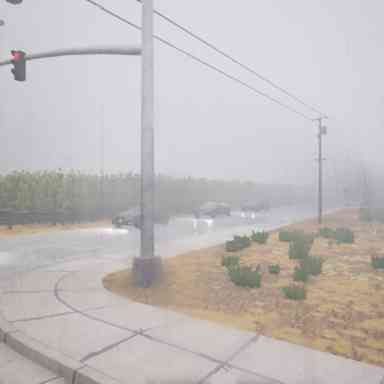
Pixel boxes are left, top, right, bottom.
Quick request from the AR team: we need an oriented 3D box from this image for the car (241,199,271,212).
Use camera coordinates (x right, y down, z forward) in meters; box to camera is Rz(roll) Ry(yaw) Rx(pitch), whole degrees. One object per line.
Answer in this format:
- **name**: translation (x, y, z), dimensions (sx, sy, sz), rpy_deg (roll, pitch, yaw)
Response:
- **car**: translation (7.659, 1.582, 39.366), dimensions (2.033, 1.411, 5.357), rpy_deg (0, 0, 33)

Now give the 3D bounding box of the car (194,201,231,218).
- **car**: translation (2.015, 1.560, 30.595), dimensions (1.812, 1.442, 4.674), rpy_deg (0, 0, 33)

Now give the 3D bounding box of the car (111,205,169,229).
- **car**: translation (-3.358, 1.599, 22.279), dimensions (1.994, 1.385, 4.181), rpy_deg (0, 0, 33)
